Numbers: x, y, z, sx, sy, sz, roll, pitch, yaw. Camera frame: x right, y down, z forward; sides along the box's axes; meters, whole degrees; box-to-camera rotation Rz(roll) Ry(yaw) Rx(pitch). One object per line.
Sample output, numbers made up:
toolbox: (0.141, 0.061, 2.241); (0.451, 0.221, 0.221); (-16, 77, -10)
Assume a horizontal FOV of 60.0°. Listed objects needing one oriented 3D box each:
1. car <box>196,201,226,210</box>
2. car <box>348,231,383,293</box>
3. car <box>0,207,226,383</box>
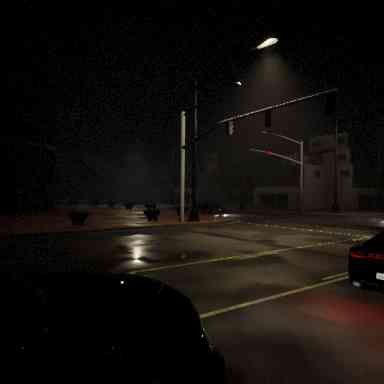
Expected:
car: (1.757, 1.656, 36.105); (1.994, 1.385, 4.181); (1, -1, -35)
car: (5.718, 1.498, 7.862); (5.008, 1.535, 1.882); (0, 0, -35)
car: (-2.361, 1.222, 2.060); (5.566, 2.045, 2.150); (0, 0, -36)
